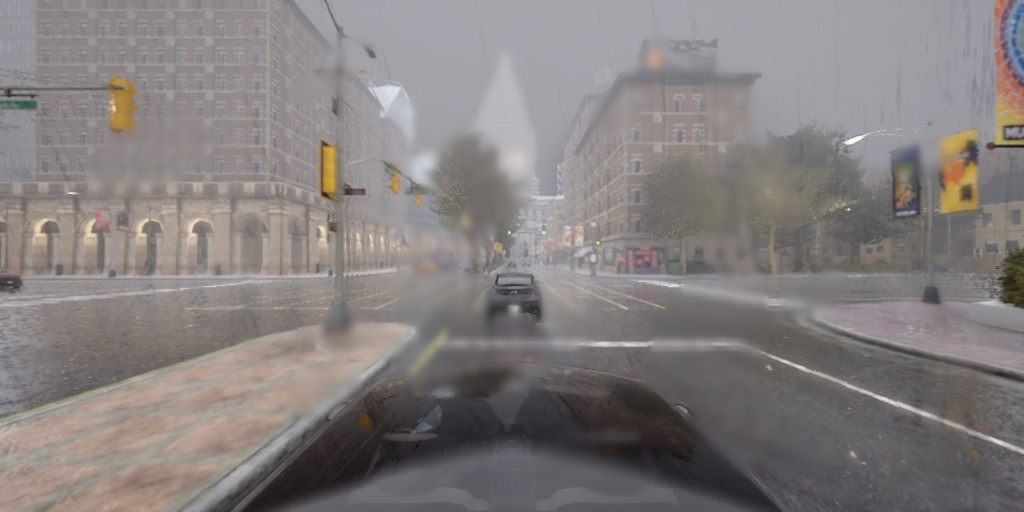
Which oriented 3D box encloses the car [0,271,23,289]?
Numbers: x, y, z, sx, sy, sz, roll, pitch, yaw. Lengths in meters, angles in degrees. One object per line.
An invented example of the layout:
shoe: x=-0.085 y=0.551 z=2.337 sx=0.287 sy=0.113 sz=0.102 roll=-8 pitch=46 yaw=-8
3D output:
car: x=-33.721 y=1.369 z=22.308 sx=5.008 sy=1.535 sz=1.882 roll=0 pitch=0 yaw=0

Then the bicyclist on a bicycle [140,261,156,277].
bicyclist on a bicycle: x=-37.305 y=1.293 z=36.758 sx=0.582 sy=1.620 sz=1.656 roll=0 pitch=0 yaw=0

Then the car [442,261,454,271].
car: x=-11.509 y=1.631 z=59.868 sx=1.882 sy=1.535 sz=5.008 roll=0 pitch=0 yaw=0

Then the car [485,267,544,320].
car: x=0.097 y=1.332 z=12.954 sx=1.837 sy=1.490 sz=4.892 roll=0 pitch=0 yaw=0

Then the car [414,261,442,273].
car: x=-11.581 y=1.561 z=49.734 sx=1.882 sy=1.535 sz=5.008 roll=0 pitch=0 yaw=0
